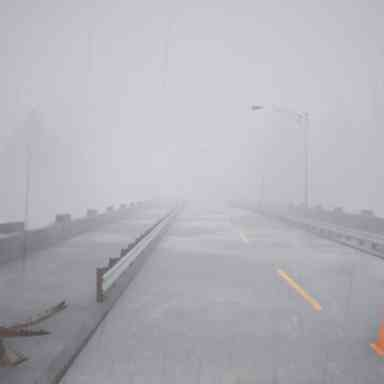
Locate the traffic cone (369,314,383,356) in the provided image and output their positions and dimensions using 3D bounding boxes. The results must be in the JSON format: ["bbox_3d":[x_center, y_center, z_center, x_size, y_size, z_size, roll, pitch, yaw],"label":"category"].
[{"bbox_3d":[2.799,1.984,4.788,0.340,0.580,0.340,0,0,0],"label":"traffic cone"}]
